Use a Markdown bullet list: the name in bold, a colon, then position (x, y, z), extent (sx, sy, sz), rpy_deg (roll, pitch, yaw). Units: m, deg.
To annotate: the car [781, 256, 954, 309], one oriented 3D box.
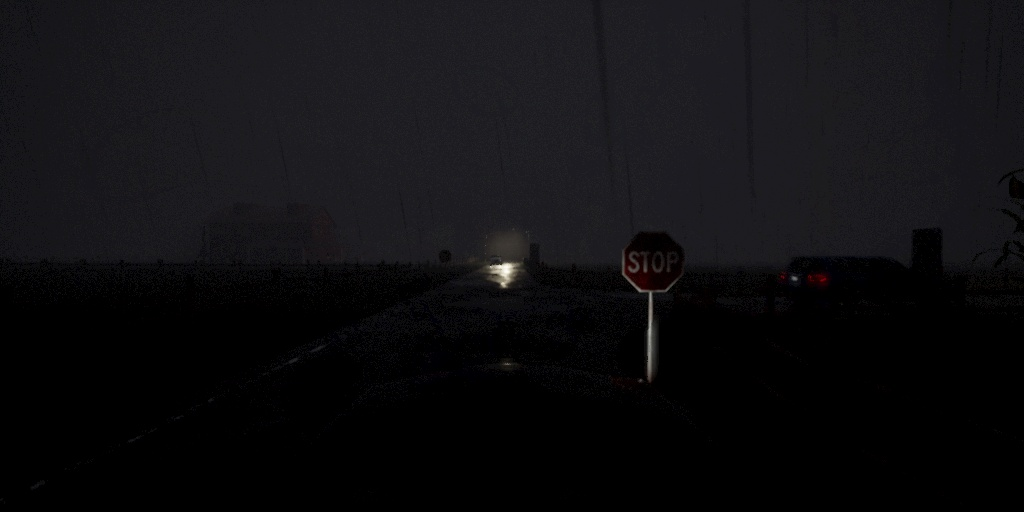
- **car**: position (13.955, 1.012, 14.319), extent (5.566, 2.045, 2.150), rpy_deg (0, 1, 0)
